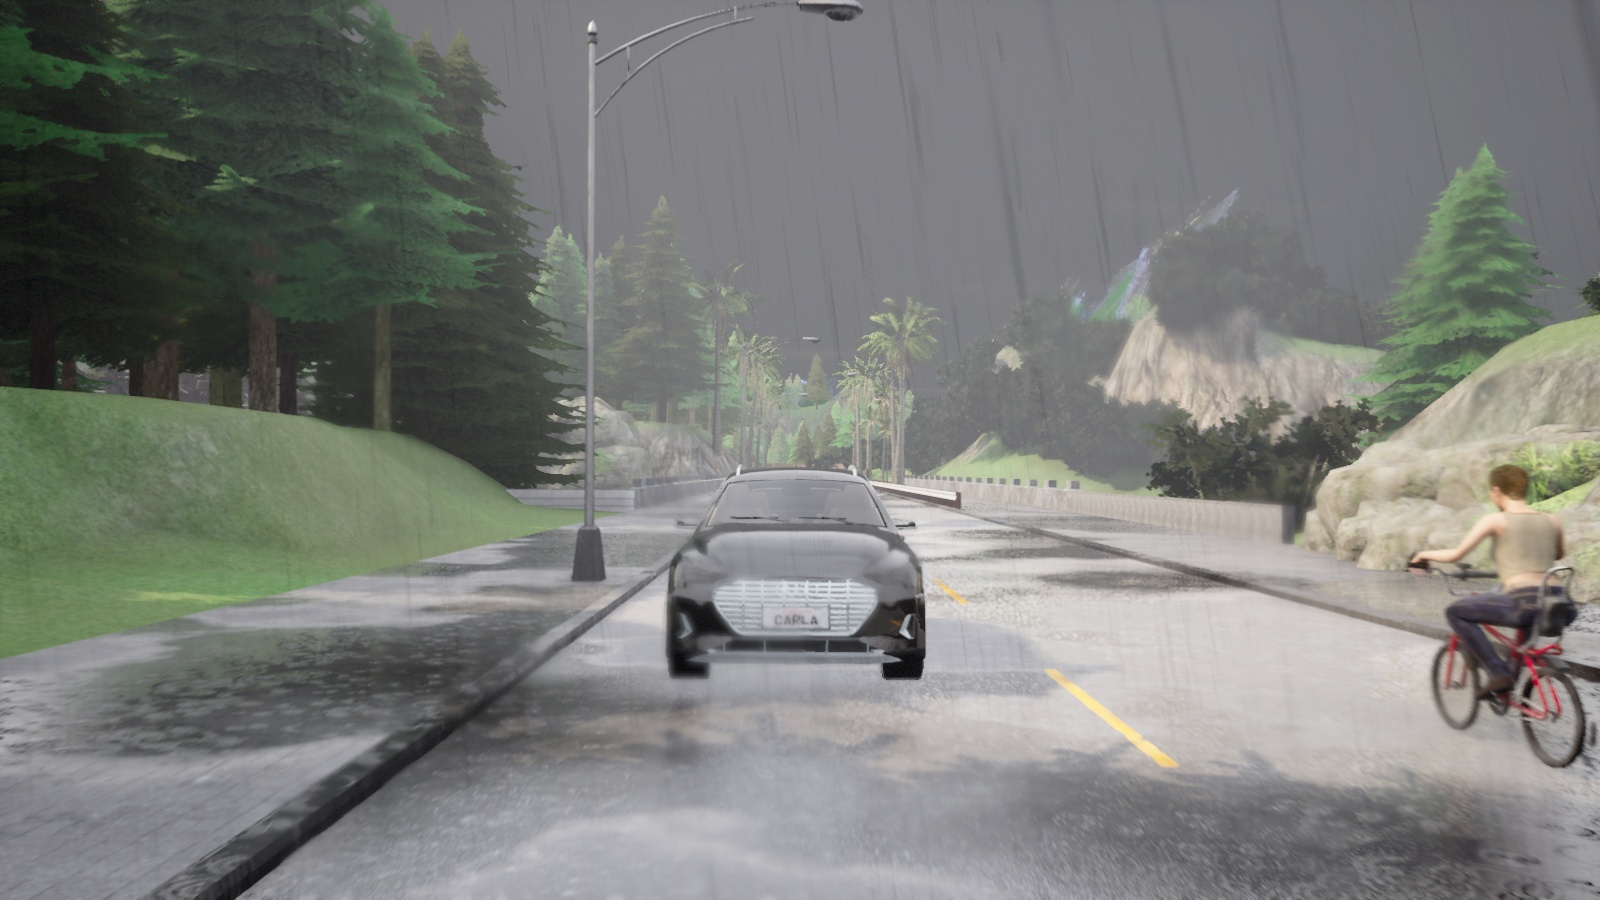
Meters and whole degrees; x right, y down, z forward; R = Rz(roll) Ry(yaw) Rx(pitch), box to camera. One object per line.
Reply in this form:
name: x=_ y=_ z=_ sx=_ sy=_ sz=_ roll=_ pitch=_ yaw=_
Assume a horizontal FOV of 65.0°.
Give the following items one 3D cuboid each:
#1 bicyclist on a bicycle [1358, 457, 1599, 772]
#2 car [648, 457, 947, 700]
bicyclist on a bicycle: x=3.988 y=0.856 z=7.215 sx=0.866 sy=1.612 sz=1.509 roll=0 pitch=-1 yaw=0
car: x=-0.025 y=0.930 z=10.990 sx=2.033 sy=1.649 sz=4.856 roll=0 pitch=-1 yaw=0
